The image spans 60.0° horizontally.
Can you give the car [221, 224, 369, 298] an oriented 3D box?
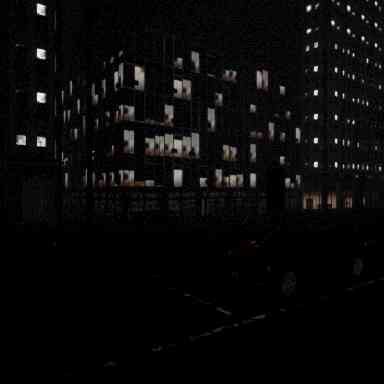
[{"bbox_3d":[2.756,1.545,8.530,4.507,1.381,1.887,0,0,-36],"label":"car"}]
